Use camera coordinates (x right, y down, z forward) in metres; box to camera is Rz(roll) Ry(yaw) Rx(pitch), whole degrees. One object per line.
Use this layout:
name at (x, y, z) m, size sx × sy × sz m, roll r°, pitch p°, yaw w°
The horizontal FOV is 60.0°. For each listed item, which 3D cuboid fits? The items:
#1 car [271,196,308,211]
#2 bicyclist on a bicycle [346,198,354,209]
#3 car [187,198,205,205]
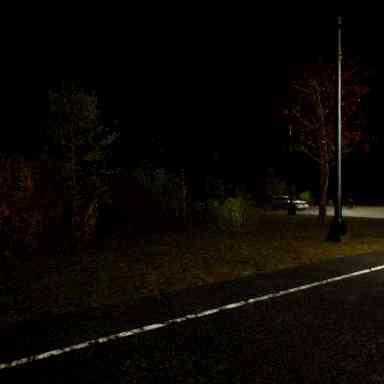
car at (13.547, 1.603, 46.553) m, size 2.150 × 2.045 × 5.566 m, roll -2°, pitch 0°, yaw -31°
bicyclist on a bicycle at (22.246, 1.606, 46.800) m, size 1.656 × 1.620 × 0.582 m, roll 0°, pitch 0°, yaw -31°
car at (0.926, 2.025, 74.889) m, size 1.812 × 1.442 × 4.674 m, roll -2°, pitch 0°, yaw -31°
